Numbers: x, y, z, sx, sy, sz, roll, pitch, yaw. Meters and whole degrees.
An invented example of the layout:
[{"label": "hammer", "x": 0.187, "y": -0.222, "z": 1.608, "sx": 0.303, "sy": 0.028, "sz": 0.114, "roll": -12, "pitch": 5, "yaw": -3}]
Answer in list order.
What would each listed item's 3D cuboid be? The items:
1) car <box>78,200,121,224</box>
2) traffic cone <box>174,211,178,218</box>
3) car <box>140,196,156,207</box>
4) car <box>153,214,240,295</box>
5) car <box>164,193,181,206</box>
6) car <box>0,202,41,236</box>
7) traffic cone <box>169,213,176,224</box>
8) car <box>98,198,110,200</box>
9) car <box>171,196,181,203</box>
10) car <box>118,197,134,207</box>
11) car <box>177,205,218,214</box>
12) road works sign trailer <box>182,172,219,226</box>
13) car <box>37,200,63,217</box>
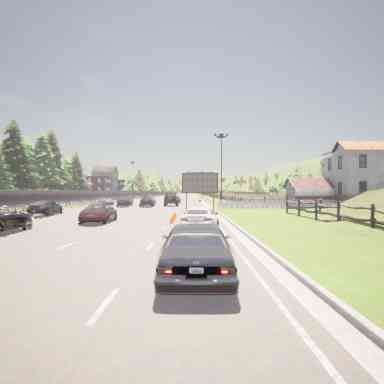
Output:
[{"label": "car", "x": -6.862, "y": 1.563, "z": 24.594, "sx": 1.994, "sy": 1.385, "sz": 4.181, "roll": 0, "pitch": 0, "yaw": 0}, {"label": "traffic cone", "x": -1.448, "y": 1.955, "z": 25.209, "sx": 0.340, "sy": 0.580, "sz": 0.340, "roll": 0, "pitch": 0, "yaw": 0}, {"label": "car", "x": -6.817, "y": 1.351, "z": 51.805, "sx": 2.097, "sy": 1.767, "sz": 4.553, "roll": 0, "pitch": 0, "yaw": 0}, {"label": "car", "x": 0.112, "y": 1.547, "z": 8.852, "sx": 2.033, "sy": 1.411, "sz": 5.357, "roll": 0, "pitch": 0, "yaw": 1}, {"label": "car", "x": -3.316, "y": 1.221, "z": 53.390, "sx": 2.150, "sy": 2.045, "sz": 5.566, "roll": 0, "pitch": 0, "yaw": 0}, {"label": "car", "x": -10.373, "y": 1.490, "z": 17.730, "sx": 2.128, "sy": 1.511, "sz": 4.902, "roll": 0, "pitch": 0, "yaw": 0}, {"label": "traffic cone", "x": -1.451, "y": 1.955, "z": 23.209, "sx": 0.340, "sy": 0.580, "sz": 0.340, "roll": 0, "pitch": 0, "yaw": 0}, {"label": "car", "x": -13.817, "y": 1.601, "z": 52.923, "sx": 1.895, "sy": 1.301, "sz": 4.718, "roll": 0, "pitch": 0, "yaw": 0}, {"label": "car", "x": -3.292, "y": 1.564, "z": 68.605, "sx": 1.994, "sy": 1.385, "sz": 4.181, "roll": 0, "pitch": 0, "yaw": 0}, {"label": "car", "x": -10.319, "y": 1.492, "z": 51.594, "sx": 2.128, "sy": 1.511, "sz": 4.902, "roll": 0, "pitch": 0, "yaw": 0}, {"label": "car", "x": 0.447, "y": 1.541, "z": 18.471, "sx": 1.812, "sy": 1.442, "sz": 4.674, "roll": -1, "pitch": -1, "yaw": 7}, {"label": "road works sign trailer", "x": 0.525, "y": 0.464, "z": 22.083, "sx": 2.380, "sy": 3.560, "sz": 2.880, "roll": 0, "pitch": 0, "yaw": -3}, {"label": "car", "x": -13.851, "y": 1.525, "z": 31.480, "sx": 1.812, "sy": 1.442, "sz": 4.674, "roll": 0, "pitch": 0, "yaw": 0}]
